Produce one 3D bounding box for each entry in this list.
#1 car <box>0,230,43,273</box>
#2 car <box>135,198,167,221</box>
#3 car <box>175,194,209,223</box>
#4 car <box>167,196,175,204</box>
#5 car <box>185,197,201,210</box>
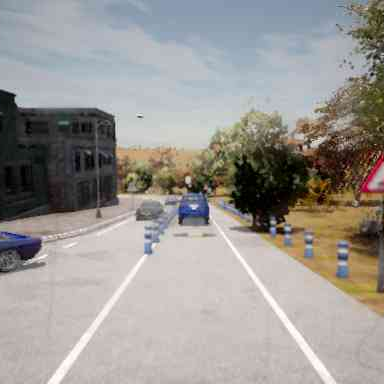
[{"bbox_3d":[-6.195,1.437,7.929,1.895,1.301,4.718,5,2,30],"label":"car"},{"bbox_3d":[-3.340,1.434,26.691,1.837,1.490,4.892,0,0,0],"label":"car"},{"bbox_3d":[0.111,1.160,24.758,2.150,2.045,5.566,0,0,0],"label":"car"},{"bbox_3d":[-3.421,1.369,54.860,2.033,1.411,5.357,0,1,-2],"label":"car"},{"bbox_3d":[0.107,1.400,42.509,1.837,1.490,4.892,0,0,0],"label":"car"}]
